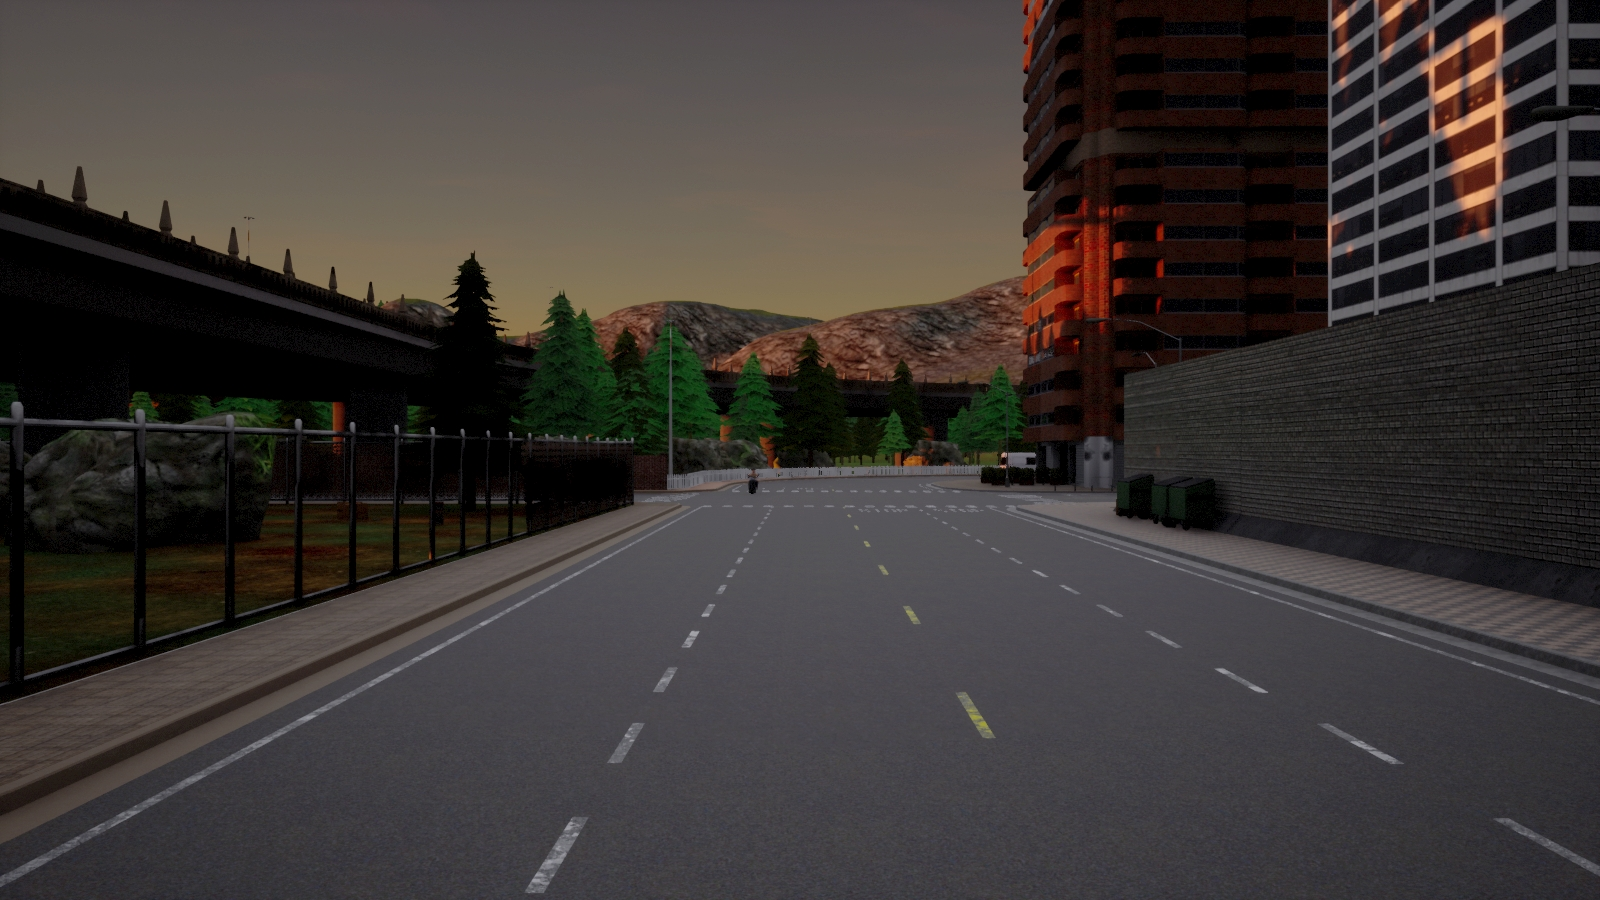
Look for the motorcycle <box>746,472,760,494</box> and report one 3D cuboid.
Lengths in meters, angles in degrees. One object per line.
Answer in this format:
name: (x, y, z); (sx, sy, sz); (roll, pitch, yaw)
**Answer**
motorcycle: (-2.992, 2.110, 72.780); (0.764, 1.307, 2.356); (0, 0, 1)
